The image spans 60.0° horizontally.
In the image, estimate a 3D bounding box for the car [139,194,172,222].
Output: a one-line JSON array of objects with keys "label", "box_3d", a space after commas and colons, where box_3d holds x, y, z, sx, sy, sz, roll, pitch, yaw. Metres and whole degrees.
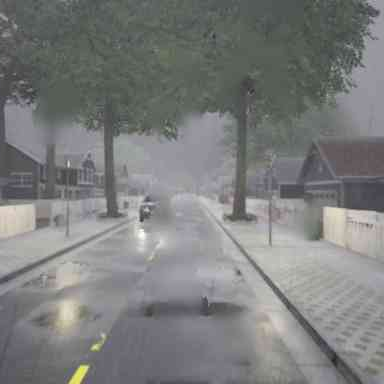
[{"label": "car", "box_3d": [-2.762, 1.172, 26.245, 2.150, 2.045, 5.566, 0, 0, 0]}]
